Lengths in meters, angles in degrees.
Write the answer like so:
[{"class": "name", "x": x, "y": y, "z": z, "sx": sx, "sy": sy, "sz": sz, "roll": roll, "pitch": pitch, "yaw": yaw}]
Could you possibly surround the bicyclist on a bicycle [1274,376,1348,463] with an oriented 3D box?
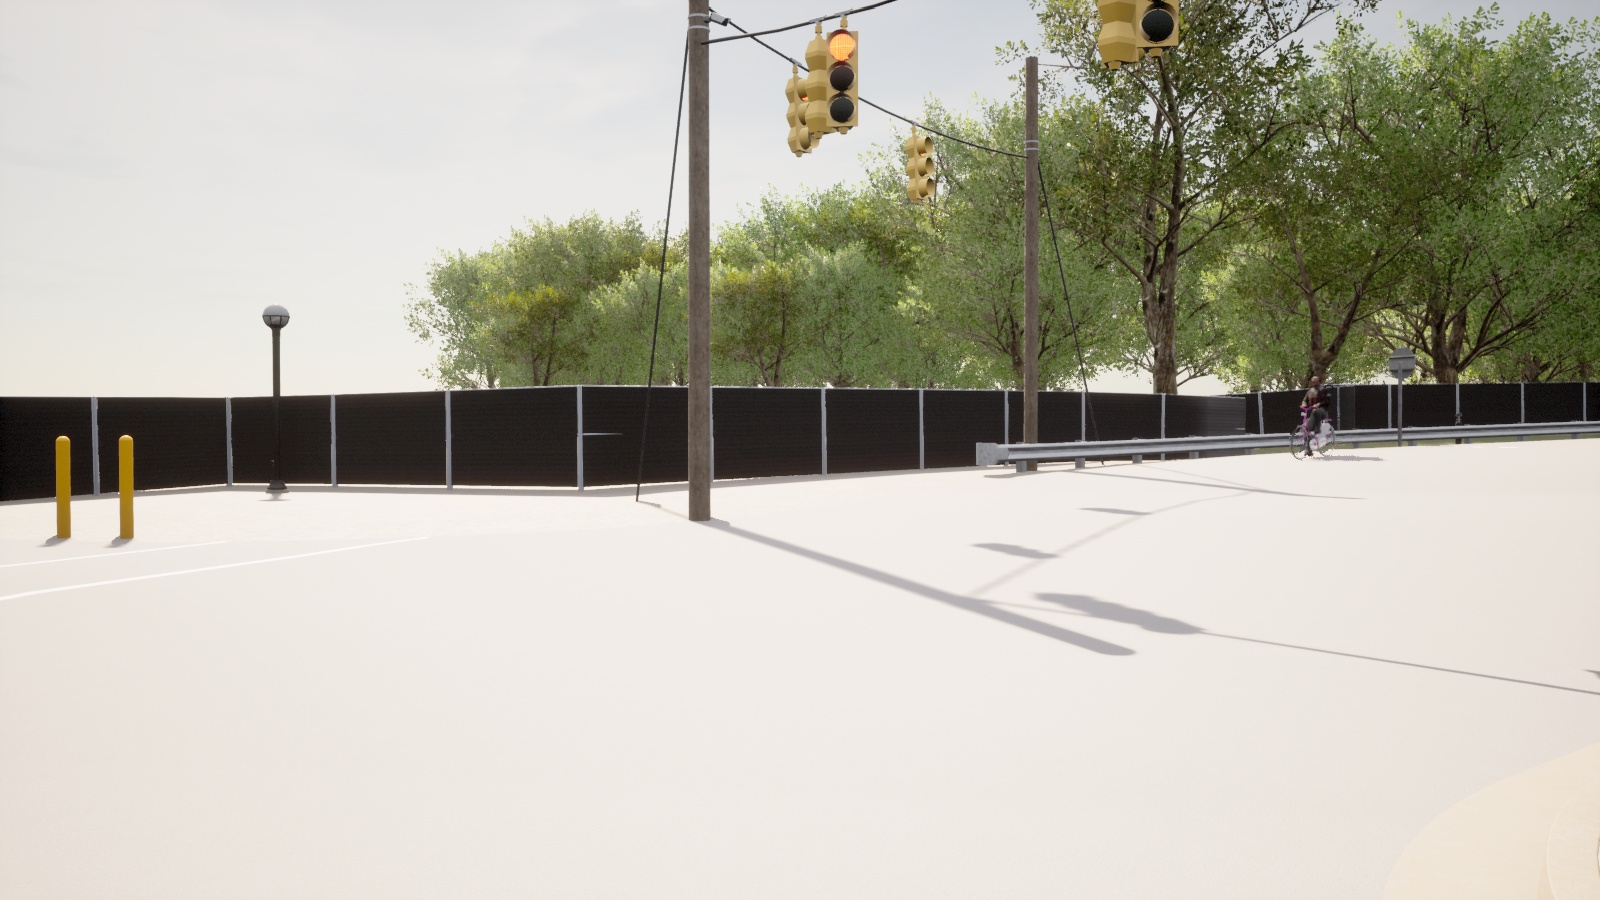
[{"class": "bicyclist on a bicycle", "x": 10.857, "y": -0.660, "z": 26.669, "sx": 1.843, "sy": 1.776, "sz": 0.659, "roll": -3, "pitch": 3, "yaw": -40}]
